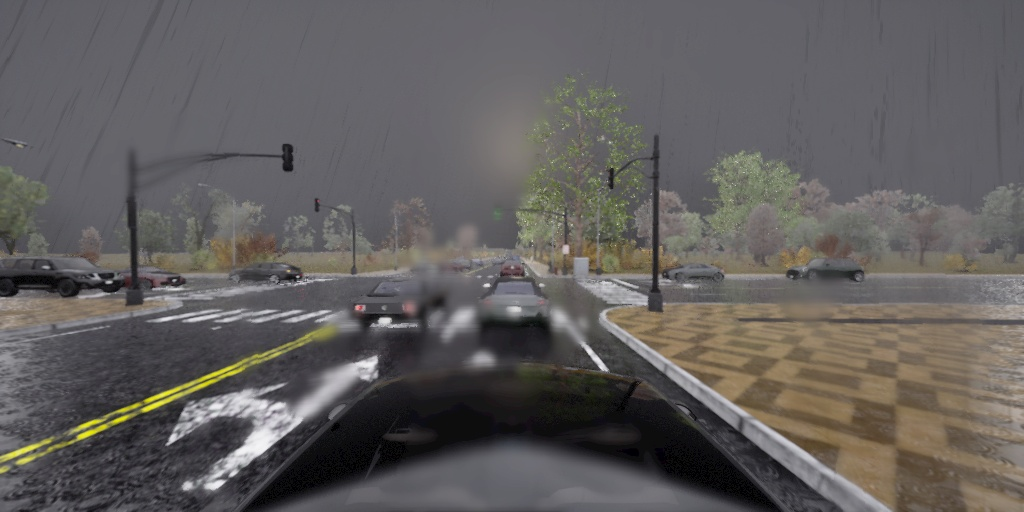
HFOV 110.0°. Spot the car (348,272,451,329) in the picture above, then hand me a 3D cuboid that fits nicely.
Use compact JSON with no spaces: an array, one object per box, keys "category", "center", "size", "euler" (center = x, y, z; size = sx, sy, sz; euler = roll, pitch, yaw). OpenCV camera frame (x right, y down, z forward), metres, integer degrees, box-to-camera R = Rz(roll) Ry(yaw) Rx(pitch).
[{"category":"car","center":[-3.154,1.346,11.174],"size":[1.895,1.301,4.718],"euler":[0,0,0]}]

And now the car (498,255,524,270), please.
[{"category":"car","center":[0.065,1.031,33.170],"size":[2.097,1.767,4.553],"euler":[0,-1,1]}]

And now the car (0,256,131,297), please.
[{"category":"car","center":[-23.992,1.039,19.015],"size":[5.566,2.045,2.150],"euler":[0,1,3]}]

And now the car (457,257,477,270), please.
[{"category":"car","center":[-6.369,1.156,49.375],"size":[1.837,1.490,4.892],"euler":[0,0,1]}]

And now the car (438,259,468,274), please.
[{"category":"car","center":[-6.522,1.276,40.147],"size":[1.895,1.301,4.718],"euler":[0,0,1]}]

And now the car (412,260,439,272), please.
[{"category":"car","center":[-9.770,1.179,40.271],"size":[1.837,1.490,4.892],"euler":[0,0,1]}]

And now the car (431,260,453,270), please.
[{"category":"car","center":[-9.614,1.252,49.571],"size":[1.895,1.301,4.718],"euler":[0,0,1]}]

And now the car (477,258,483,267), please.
[{"category":"car","center":[-6.114,1.144,62.251],"size":[1.812,1.442,4.674],"euler":[0,0,1]}]

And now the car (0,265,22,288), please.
[{"category":"car","center":[-34.559,1.297,22.739],"size":[4.674,1.442,1.812],"euler":[0,1,3]}]

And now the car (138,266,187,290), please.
[{"category":"car","center":[-22.822,1.325,22.224],"size":[4.181,1.385,1.994],"euler":[0,1,3]}]

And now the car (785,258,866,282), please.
[{"category":"car","center":[22.851,0.960,26.298],"size":[4.553,1.767,2.097],"euler":[0,1,3]}]

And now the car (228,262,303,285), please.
[{"category":"car","center":[-17.402,1.205,25.372],"size":[4.892,1.490,1.837],"euler":[0,0,6]}]

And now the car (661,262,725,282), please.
[{"category":"car","center":[13.429,1.179,26.741],"size":[4.181,1.385,1.994],"euler":[0,1,3]}]

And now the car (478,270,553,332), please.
[{"category":"car","center":[0.095,1.301,10.758],"size":[1.994,1.385,4.181],"euler":[0,0,0]}]
